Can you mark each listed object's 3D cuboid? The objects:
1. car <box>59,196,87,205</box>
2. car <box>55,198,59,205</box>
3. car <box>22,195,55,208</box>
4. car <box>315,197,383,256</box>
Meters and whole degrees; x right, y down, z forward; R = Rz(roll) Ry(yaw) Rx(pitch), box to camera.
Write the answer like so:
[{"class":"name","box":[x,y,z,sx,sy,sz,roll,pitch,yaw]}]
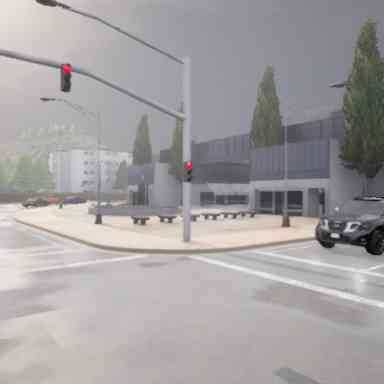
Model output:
[{"class":"car","box":[-20.571,1.491,58.691,1.882,1.535,5.008,0,0,20]},{"class":"car","box":[-24.585,1.363,57.218,2.097,1.767,4.553,0,0,15]},{"class":"car","box":[-22.475,1.556,48.224,2.033,1.411,5.357,0,0,3]},{"class":"car","box":[7.446,1.230,13.623,5.566,2.045,2.150,0,0,-35]}]
